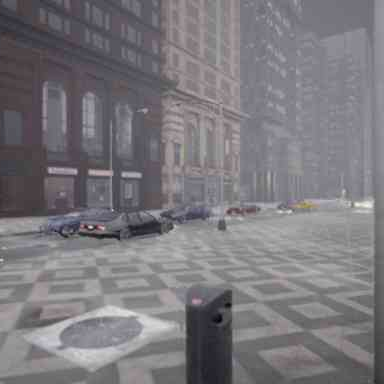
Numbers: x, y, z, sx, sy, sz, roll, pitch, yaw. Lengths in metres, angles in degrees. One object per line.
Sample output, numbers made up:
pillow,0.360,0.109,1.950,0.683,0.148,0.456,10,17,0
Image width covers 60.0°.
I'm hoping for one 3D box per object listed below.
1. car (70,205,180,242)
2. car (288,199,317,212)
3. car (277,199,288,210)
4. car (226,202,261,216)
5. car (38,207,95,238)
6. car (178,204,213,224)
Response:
car,-3.113,1.608,16.744,2.033,1.411,5.357,0,0,32
car,13.957,1.625,41.088,1.882,1.535,5.008,0,0,36
car,13.485,1.715,45.685,2.033,1.411,5.357,0,0,36
car,5.356,1.732,34.460,1.895,1.301,4.718,0,0,36
car,-6.062,1.598,18.500,1.812,1.442,4.674,0,0,37
car,-0.403,1.650,26.417,2.033,1.411,5.357,0,0,36
